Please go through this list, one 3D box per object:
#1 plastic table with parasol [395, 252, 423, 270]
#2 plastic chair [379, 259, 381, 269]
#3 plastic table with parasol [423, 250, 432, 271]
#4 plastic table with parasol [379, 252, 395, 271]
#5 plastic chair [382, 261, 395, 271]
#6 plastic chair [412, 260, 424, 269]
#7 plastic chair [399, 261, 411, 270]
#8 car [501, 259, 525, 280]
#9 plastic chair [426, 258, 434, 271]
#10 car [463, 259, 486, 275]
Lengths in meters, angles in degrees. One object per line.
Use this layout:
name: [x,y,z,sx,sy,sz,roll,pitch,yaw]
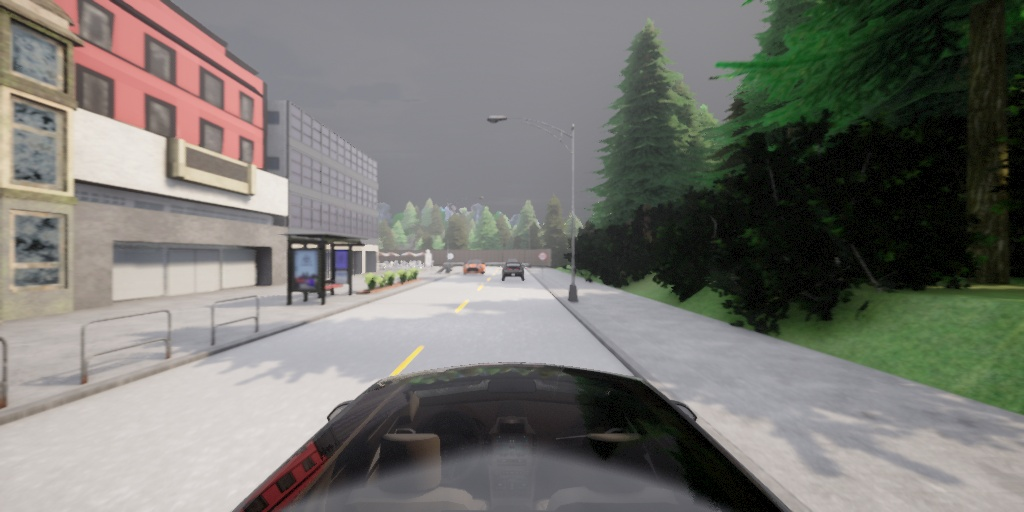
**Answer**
plastic table with parasol: [-14.092,0.676,49.025,2.482,2.480,2.482,0,0,0]
plastic chair: [-17.302,1.280,45.104,0.750,1.272,0.730,0,0,0]
plastic table with parasol: [-13.373,0.676,53.885,2.482,2.480,2.482,0,0,0]
plastic table with parasol: [-17.152,0.676,46.384,2.482,2.480,2.482,0,0,0]
plastic chair: [-15.892,1.280,46.265,0.730,1.272,0.750,0,0,0]
plastic chair: [-12.842,1.280,48.905,0.730,1.272,0.750,0,0,0]
plastic chair: [-14.252,1.280,47.745,0.750,1.272,0.730,0,0,0]
car: [0.098,1.253,31.107,1.837,1.490,4.892,0,0,0]
plastic chair: [-12.123,1.280,53.735,0.730,1.272,0.750,0,0,0]
car: [-4.005,1.100,38.701,2.097,1.767,4.553,0,0,0]
